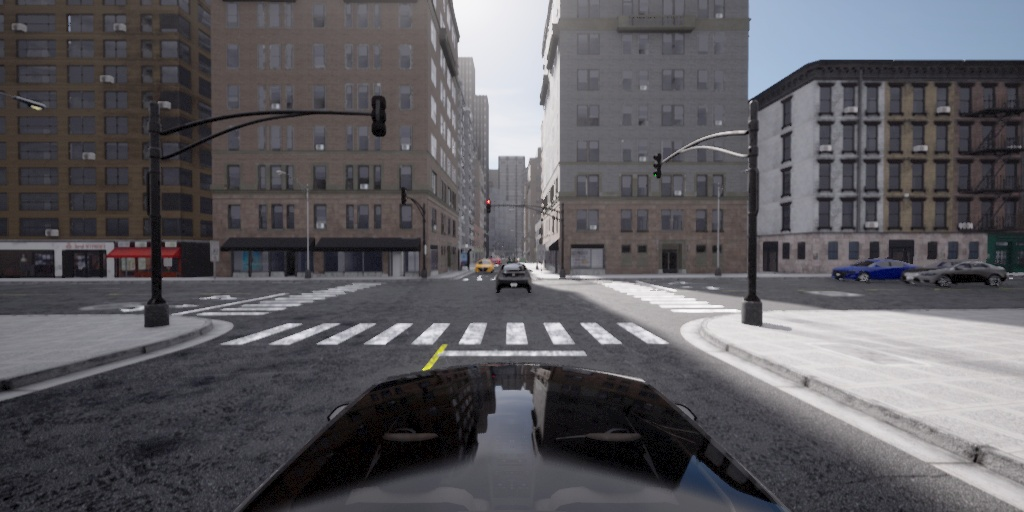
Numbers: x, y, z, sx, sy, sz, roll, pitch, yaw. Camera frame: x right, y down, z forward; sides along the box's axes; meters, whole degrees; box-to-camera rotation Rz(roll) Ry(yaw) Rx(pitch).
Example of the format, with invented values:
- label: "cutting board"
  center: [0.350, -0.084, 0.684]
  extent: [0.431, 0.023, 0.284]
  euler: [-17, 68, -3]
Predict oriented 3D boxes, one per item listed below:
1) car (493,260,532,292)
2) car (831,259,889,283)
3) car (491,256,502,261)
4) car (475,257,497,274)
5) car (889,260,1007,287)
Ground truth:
- label: "car"
  center: [0.090, 1.189, 20.517]
  extent: [1.837, 1.490, 4.892]
  euler: [0, 0, 0]
- label: "car"
  center: [24.756, 0.977, 24.471]
  extent: [5.008, 1.535, 1.882]
  euler: [0, 1, 0]
- label: "car"
  center: [-3.064, 0.926, 65.302]
  extent: [2.150, 2.045, 5.566]
  euler: [0, 0, 0]
- label: "car"
  center: [-3.120, 1.183, 41.032]
  extent: [1.882, 1.535, 5.008]
  euler: [0, 1, 0]
- label: "car"
  center: [26.020, 1.022, 21.227]
  extent: [4.902, 1.511, 2.128]
  euler: [0, 1, 0]
